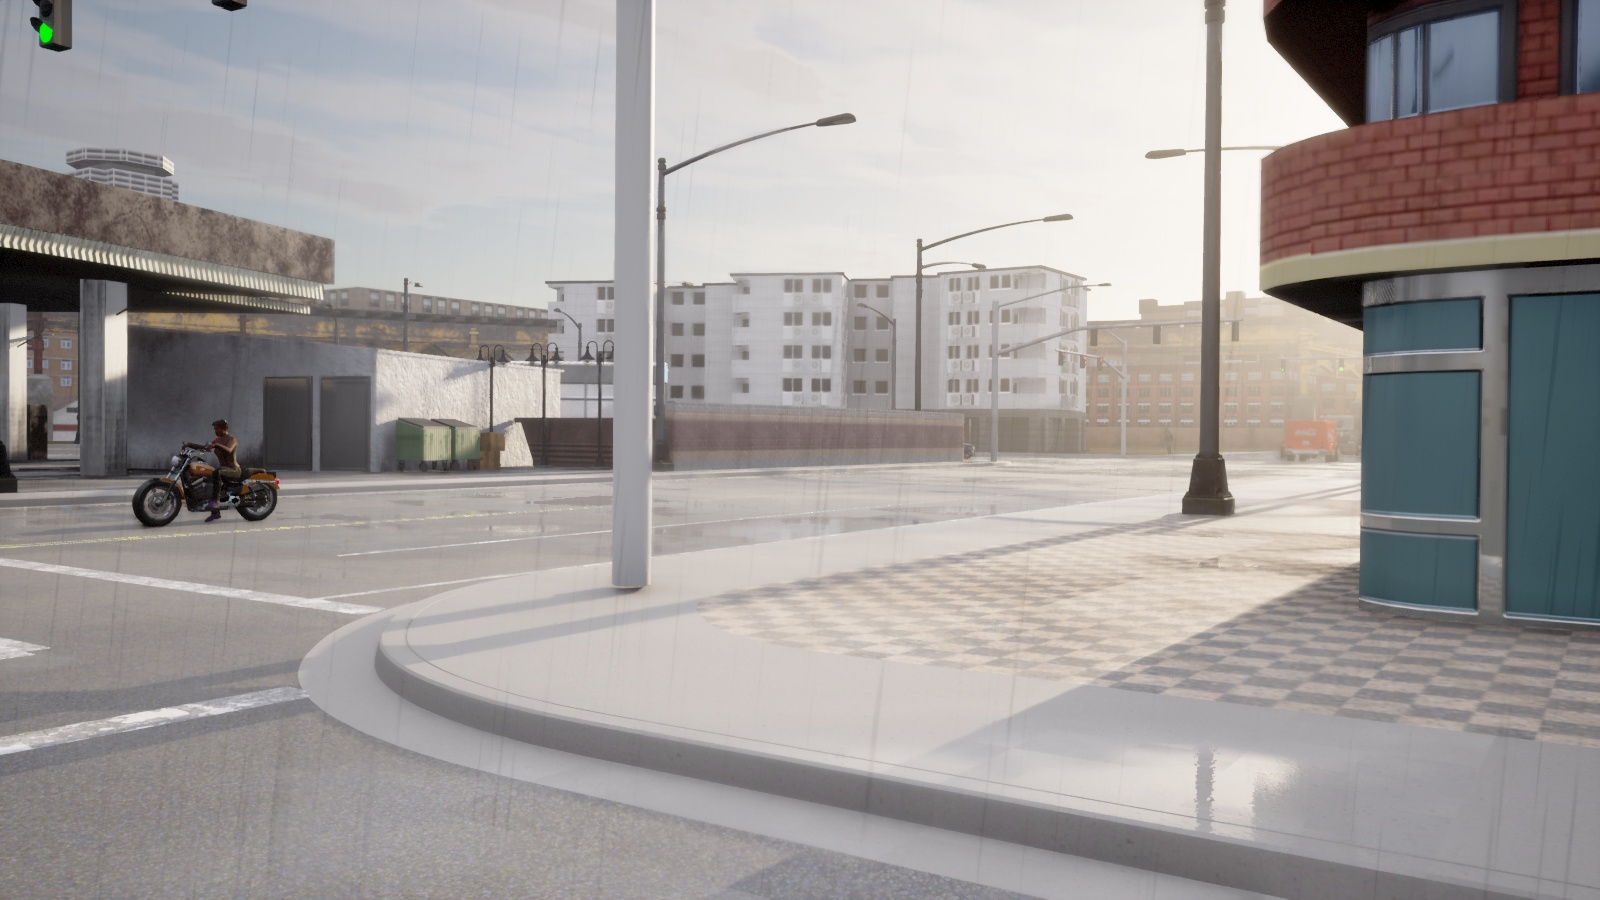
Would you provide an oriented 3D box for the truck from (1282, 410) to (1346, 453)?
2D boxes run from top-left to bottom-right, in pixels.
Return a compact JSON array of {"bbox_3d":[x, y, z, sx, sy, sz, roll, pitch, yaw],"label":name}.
[{"bbox_3d":[30.730,-1.081,74.953,2.627,2.467,5.204,-1,0,33],"label":"truck"}]

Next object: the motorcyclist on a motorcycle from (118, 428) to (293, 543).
[{"bbox_3d":[-9.084,0.500,19.299,0.766,1.649,2.350,0,1,33],"label":"motorcyclist on a motorcycle"}]
